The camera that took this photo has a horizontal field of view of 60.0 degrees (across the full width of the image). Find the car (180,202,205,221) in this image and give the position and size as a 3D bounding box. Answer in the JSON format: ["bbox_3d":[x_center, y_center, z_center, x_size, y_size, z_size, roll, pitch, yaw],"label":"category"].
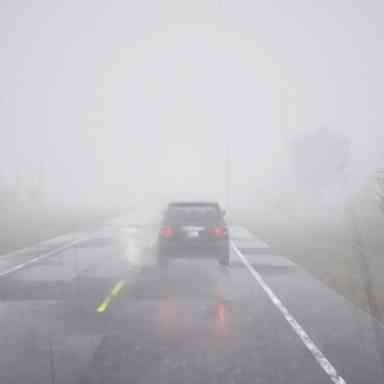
[{"bbox_3d":[0.062,1.624,28.200,1.994,1.385,4.181,0,0,0],"label":"car"}]

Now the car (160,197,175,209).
[{"bbox_3d":[-3.599,1.593,49.499,1.882,1.535,5.008,0,0,0],"label":"car"}]

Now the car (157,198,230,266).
[{"bbox_3d":[0.059,1.248,11.842,2.150,2.045,5.566,0,0,0],"label":"car"}]
